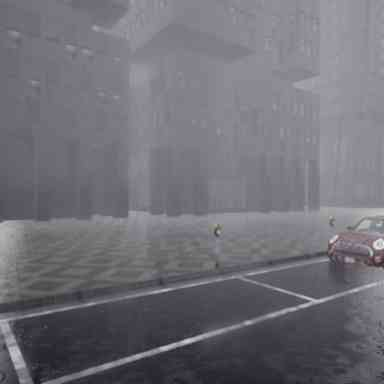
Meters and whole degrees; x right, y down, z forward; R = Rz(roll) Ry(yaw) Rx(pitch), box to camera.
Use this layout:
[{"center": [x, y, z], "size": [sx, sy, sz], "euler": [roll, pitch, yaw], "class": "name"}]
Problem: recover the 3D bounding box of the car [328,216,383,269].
[{"center": [6.386, 1.548, 11.208], "size": [4.097, 1.590, 1.967], "euler": [1, 0, -36], "class": "car"}]
